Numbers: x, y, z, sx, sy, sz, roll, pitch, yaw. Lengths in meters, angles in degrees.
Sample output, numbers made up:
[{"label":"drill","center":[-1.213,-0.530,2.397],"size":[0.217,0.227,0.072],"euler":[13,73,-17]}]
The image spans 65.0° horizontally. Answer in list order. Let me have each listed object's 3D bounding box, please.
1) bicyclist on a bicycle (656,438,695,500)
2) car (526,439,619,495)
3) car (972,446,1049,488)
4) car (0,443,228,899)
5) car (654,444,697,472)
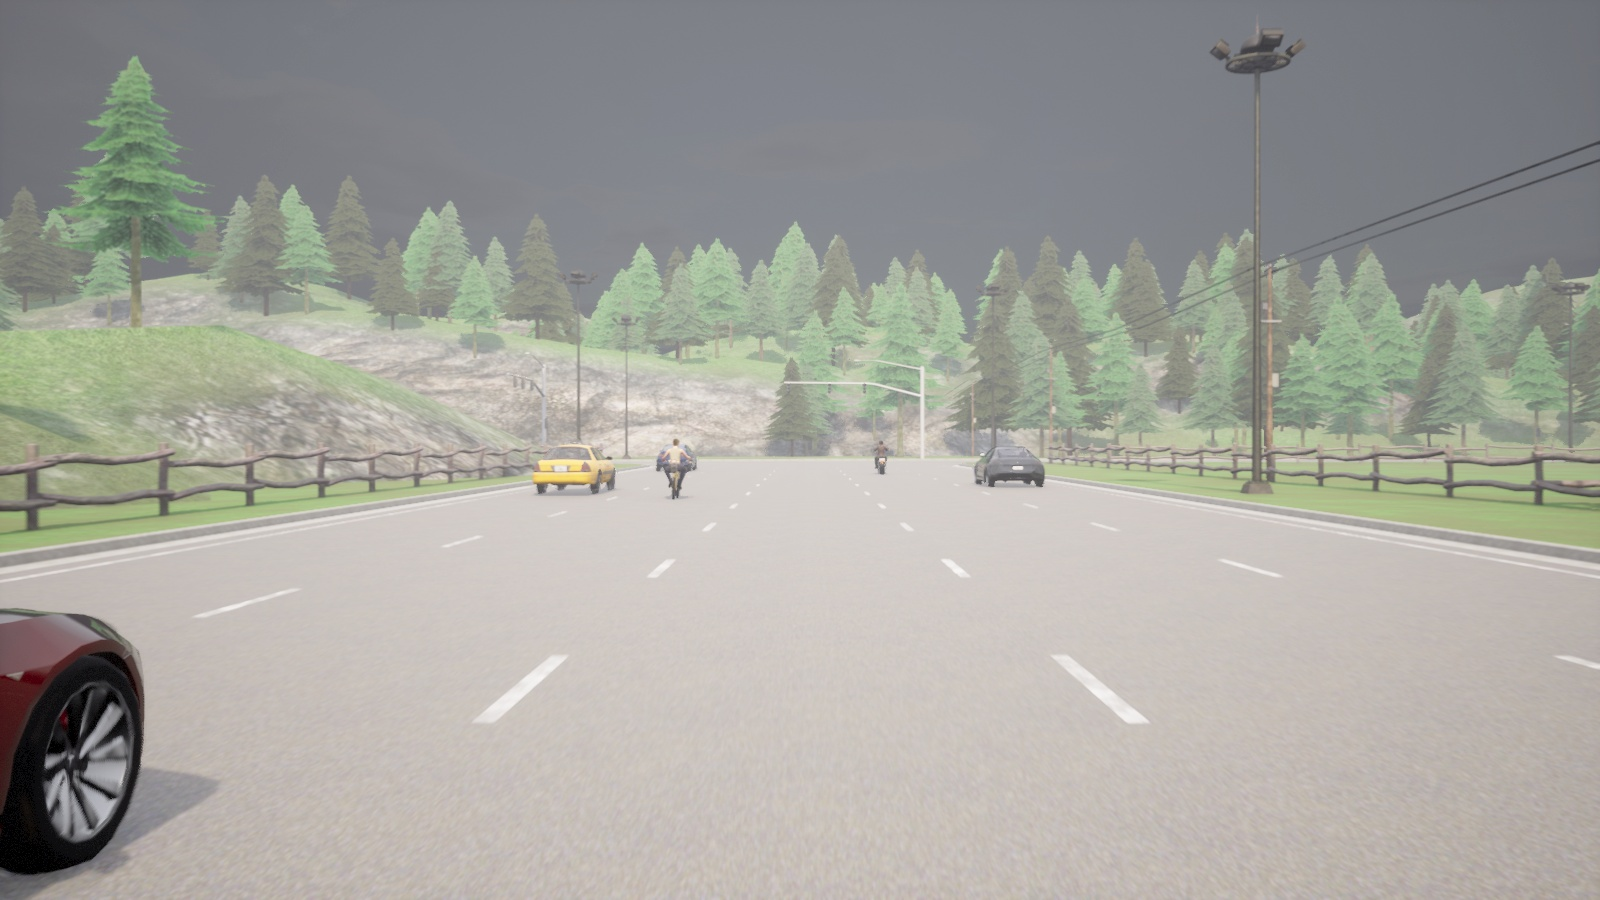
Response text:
[{"label":"bicyclist on a bicycle","center":[-3.300,0.493,33.347],"size":[0.866,1.612,1.509],"euler":[0,0,1]},{"label":"car","center":[-6.770,0.467,37.889],"size":[1.801,1.575,5.366],"euler":[0,0,0]},{"label":"car","center":[7.263,0.571,43.741],"size":[1.994,1.385,4.181],"euler":[0,0,0]},{"label":"car","center":[-3.470,0.728,2.819],"size":[2.163,1.488,4.792],"euler":[0,0,0]},{"label":"car","center":[-6.605,0.390,67.160],"size":[1.812,1.442,4.674],"euler":[0,0,0]}]
